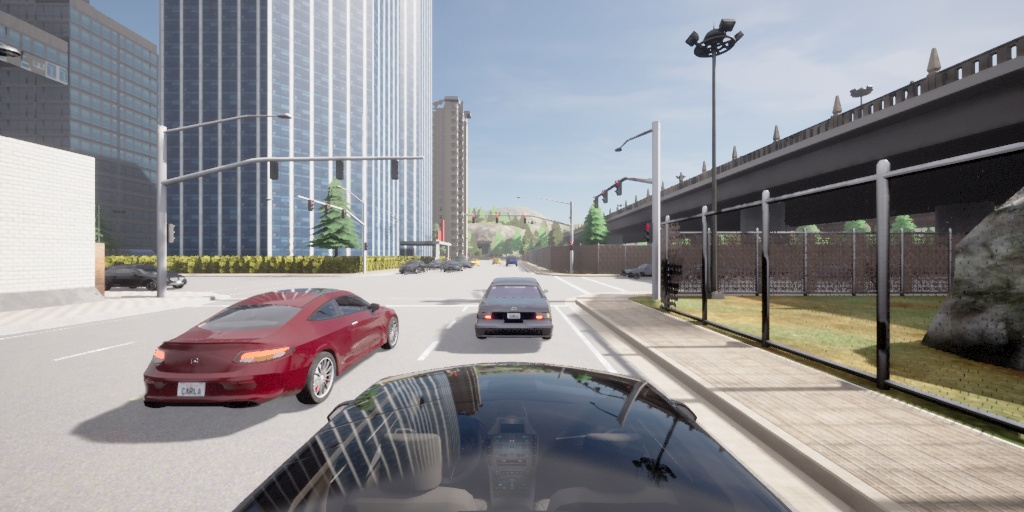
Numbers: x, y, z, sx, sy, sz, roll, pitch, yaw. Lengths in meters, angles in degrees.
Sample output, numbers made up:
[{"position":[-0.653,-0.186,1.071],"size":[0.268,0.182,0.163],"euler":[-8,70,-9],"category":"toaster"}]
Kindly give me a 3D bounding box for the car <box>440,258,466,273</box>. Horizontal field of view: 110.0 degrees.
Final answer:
[{"position":[-7.184,1.312,43.987],"size":[1.994,1.385,4.181],"euler":[0,0,0],"category":"car"}]

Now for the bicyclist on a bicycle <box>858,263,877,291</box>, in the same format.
[{"position":[18.263,1.105,18.173],"size":[0.582,1.620,1.656],"euler":[0,0,0],"category":"bicyclist on a bicycle"}]

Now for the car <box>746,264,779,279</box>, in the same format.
[{"position":[22.306,1.405,32.674],"size":[4.718,1.301,1.895],"euler":[0,0,0],"category":"car"}]

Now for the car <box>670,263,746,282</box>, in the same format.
[{"position":[15.660,1.296,29.145],"size":[4.902,1.511,2.128],"euler":[0,0,0],"category":"car"}]

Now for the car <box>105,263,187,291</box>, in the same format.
[{"position":[-22.587,1.330,21.799],"size":[4.674,1.442,1.812],"euler":[0,0,0],"category":"car"}]

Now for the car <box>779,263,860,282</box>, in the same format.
[{"position":[24.944,1.330,29.174],"size":[4.674,1.442,1.812],"euler":[0,0,0],"category":"car"}]

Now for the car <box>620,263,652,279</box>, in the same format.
[{"position":[12.716,1.351,32.632],"size":[5.357,1.411,2.033],"euler":[0,0,0],"category":"car"}]

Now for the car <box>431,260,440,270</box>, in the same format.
[{"position":[-10.699,1.273,51.140],"size":[1.812,1.442,4.674],"euler":[0,0,0],"category":"car"}]

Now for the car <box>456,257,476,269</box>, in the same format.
[{"position":[-7.198,1.295,55.512],"size":[2.033,1.411,5.357],"euler":[0,0,0],"category":"car"}]

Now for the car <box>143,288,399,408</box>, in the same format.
[{"position":[-3.450,1.275,6.174],"size":[1.812,1.442,4.674],"euler":[0,0,0],"category":"car"}]

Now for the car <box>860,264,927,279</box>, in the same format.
[{"position":[34.495,1.405,32.714],"size":[4.718,1.301,1.895],"euler":[0,0,0],"category":"car"}]

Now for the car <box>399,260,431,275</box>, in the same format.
[{"position":[-10.986,1.257,40.085],"size":[1.837,1.490,4.892],"euler":[0,0,5],"category":"car"}]

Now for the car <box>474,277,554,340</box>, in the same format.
[{"position":[0.078,1.297,9.994],"size":[2.033,1.411,5.357],"euler":[0,0,1],"category":"car"}]
